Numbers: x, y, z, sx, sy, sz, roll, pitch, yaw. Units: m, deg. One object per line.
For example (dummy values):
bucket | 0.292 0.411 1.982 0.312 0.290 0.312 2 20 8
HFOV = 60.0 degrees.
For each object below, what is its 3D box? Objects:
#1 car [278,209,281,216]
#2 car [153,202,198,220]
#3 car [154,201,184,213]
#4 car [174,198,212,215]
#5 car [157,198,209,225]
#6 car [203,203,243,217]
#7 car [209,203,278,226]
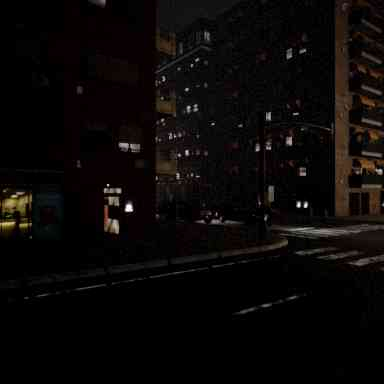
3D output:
car | 6.629 1.844 32.168 1.802 1.307 4.206 -1 0 -36
car | -1.730 1.836 33.566 2.128 1.511 4.902 0 -1 -36
car | -3.257 2.025 45.632 2.008 1.369 4.403 -1 0 -36
car | 0.034 1.718 41.145 2.192 1.841 5.009 -1 0 -36
car | -0.367 1.586 27.078 2.192 1.841 5.009 -1 0 -36
car | 3.334 1.898 36.656 1.947 1.339 4.313 -1 0 -36
car | 3.857 1.717 25.979 2.128 1.511 4.902 0 -1 -35
